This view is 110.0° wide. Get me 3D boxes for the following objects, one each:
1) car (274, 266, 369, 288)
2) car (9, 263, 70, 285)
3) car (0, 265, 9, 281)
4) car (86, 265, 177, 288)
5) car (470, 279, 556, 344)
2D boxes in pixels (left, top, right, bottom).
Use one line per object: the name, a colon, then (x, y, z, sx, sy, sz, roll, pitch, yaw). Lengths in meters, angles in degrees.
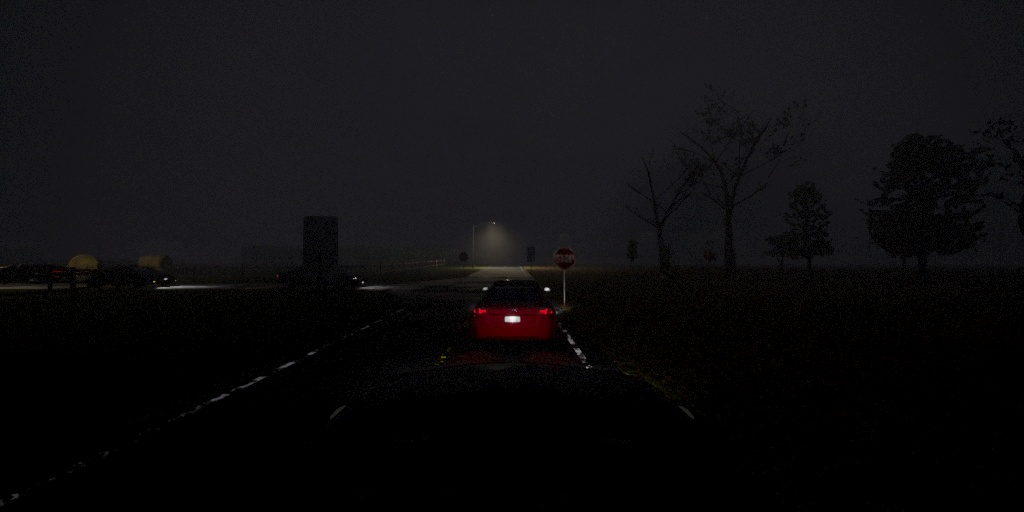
car: (-12.009, 1.268, 22.697, 5.357, 1.411, 2.033, 0, -1, 4)
car: (-34.045, 1.255, 25.207, 4.892, 1.490, 1.837, 0, -1, -3)
car: (-35.765, 0.918, 22.171, 5.566, 2.045, 2.150, 0, -1, -3)
car: (-23.919, 1.275, 22.645, 4.181, 1.385, 1.994, 0, -1, -2)
car: (0.099, 1.316, 9.638, 1.994, 1.385, 4.181, 0, 0, 3)
